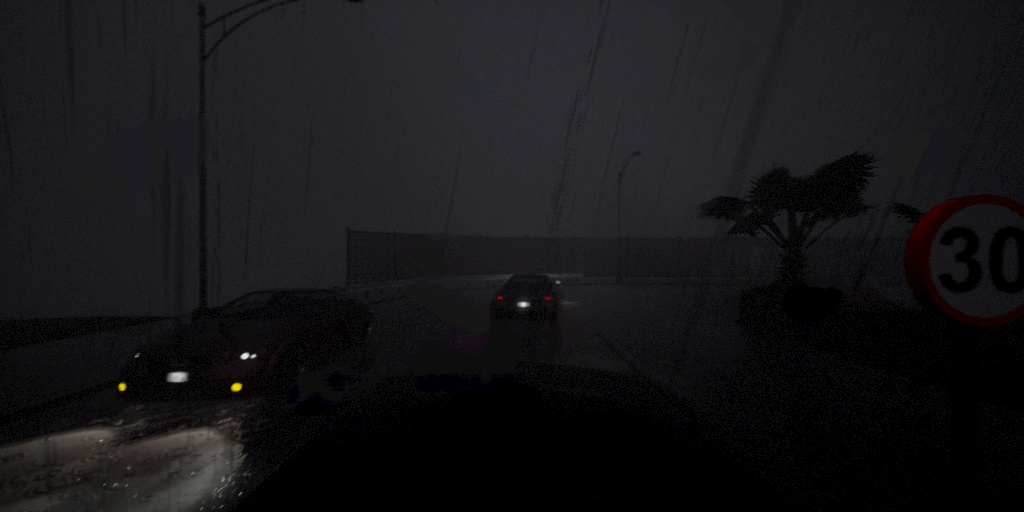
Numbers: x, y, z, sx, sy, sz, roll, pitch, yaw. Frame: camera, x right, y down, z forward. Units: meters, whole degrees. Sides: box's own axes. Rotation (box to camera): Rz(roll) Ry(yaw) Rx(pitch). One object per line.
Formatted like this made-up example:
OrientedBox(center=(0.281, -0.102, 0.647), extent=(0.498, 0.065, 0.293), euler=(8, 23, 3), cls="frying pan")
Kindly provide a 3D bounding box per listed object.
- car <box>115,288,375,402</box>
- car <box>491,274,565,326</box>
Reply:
OrientedBox(center=(-4.077, 1.286, 6.381), extent=(1.994, 1.385, 4.181), euler=(0, 0, 1), cls="car")
OrientedBox(center=(0.616, 1.257, 11.601), extent=(1.994, 1.385, 4.181), euler=(0, 0, 9), cls="car")
